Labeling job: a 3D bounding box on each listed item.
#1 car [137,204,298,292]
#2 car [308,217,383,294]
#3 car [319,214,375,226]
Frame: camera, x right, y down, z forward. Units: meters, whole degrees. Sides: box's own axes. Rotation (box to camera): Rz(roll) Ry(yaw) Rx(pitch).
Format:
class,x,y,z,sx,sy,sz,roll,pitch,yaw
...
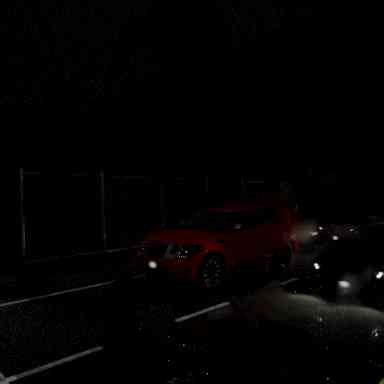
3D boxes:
class,x,y,z,sx,sy,sz,roll,pitch,yaw
car,1.045,1.417,10.005,5.566,2.045,2.150,0,-2,-43
car,5.280,1.650,9.186,5.357,1.411,2.033,0,-1,-43
car,8.139,1.796,16.704,4.718,1.301,1.895,0,-2,-43
